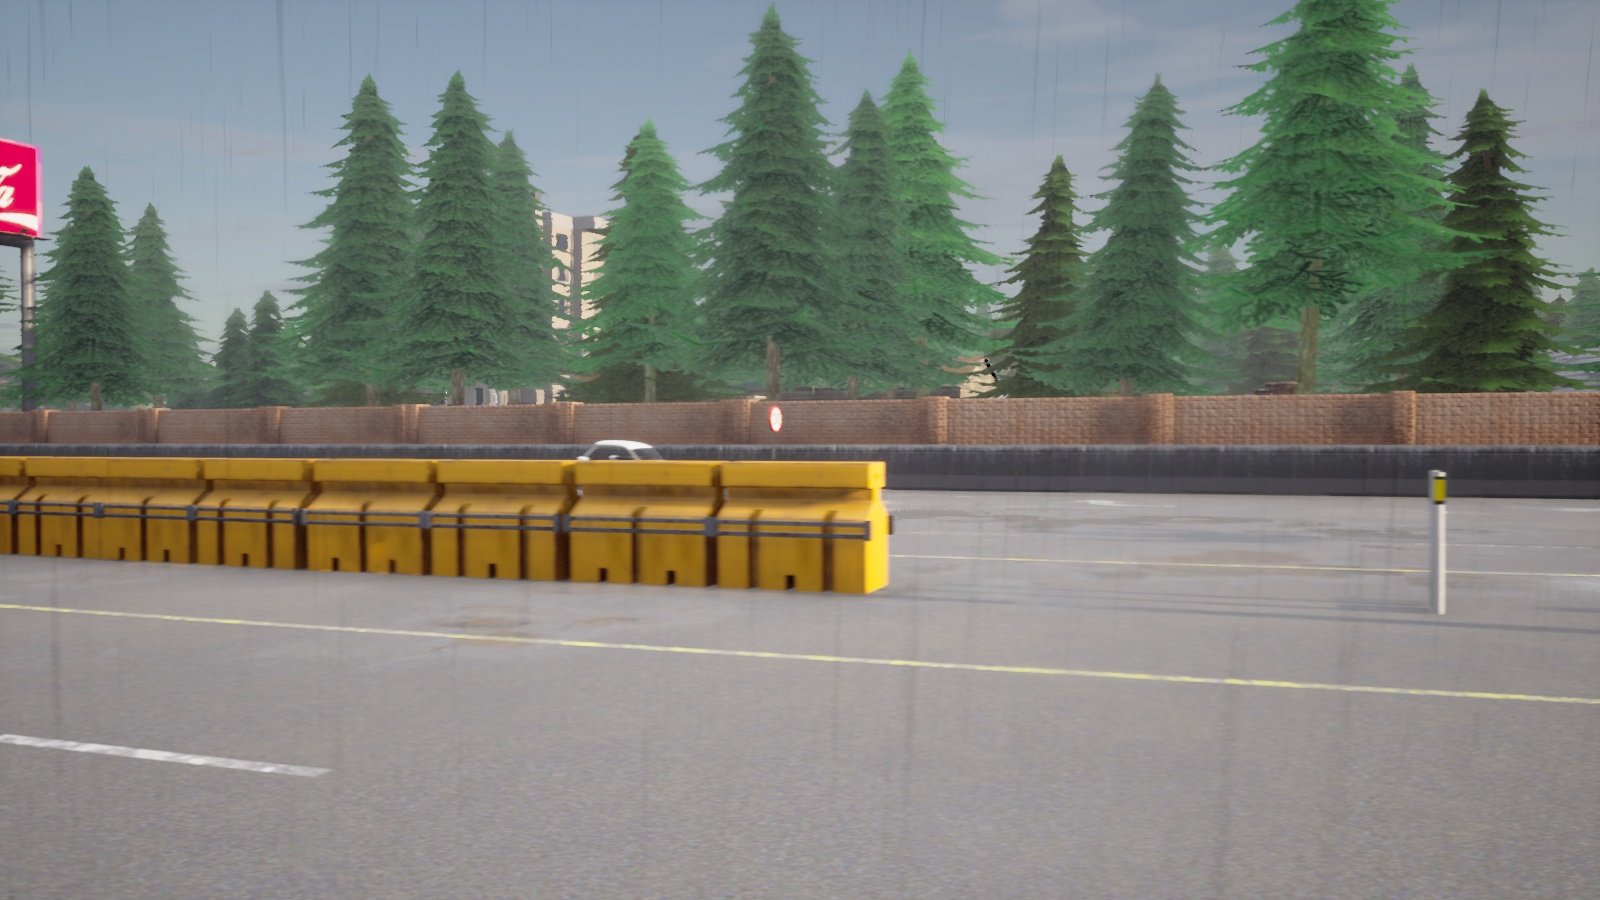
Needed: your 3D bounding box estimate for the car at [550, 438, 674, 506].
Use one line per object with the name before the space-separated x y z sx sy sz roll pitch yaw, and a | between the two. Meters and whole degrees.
car | -4.056 0.439 27.168 2.207 1.376 1.481 1 1 23
